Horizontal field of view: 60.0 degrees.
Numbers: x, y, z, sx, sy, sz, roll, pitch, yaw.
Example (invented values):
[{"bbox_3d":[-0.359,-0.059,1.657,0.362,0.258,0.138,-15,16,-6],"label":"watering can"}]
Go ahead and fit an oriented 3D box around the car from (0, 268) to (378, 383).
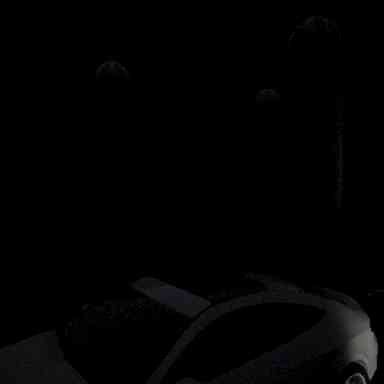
[{"bbox_3d":[-0.093,1.540,3.028,4.674,1.442,1.812,1,0,-36],"label":"car"}]
